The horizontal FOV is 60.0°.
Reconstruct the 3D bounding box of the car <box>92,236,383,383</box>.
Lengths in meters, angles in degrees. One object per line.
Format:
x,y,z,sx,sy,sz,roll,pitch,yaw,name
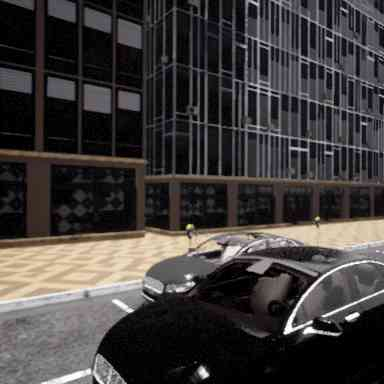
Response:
1.236,1.535,4.261,4.892,1.490,1.837,1,0,-35,car

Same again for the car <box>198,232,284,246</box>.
1.048,1.595,7.310,4.403,1.369,2.008,1,0,-36,car
